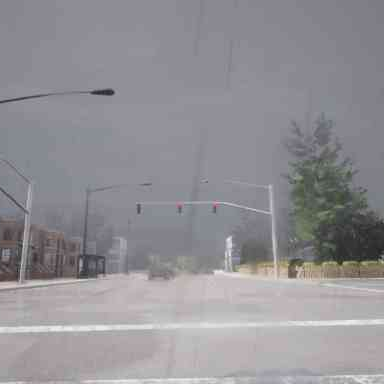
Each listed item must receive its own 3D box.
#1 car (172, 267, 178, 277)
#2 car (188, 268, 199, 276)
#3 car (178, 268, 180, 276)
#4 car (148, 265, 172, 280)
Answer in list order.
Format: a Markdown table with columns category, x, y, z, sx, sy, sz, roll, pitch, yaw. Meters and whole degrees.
| category | x | y | z | sx | sy | sz | roll | pitch | yaw |
| --- | --- | --- | --- | --- | --- | --- | --- | --- | --- |
| car | -3.430 | 11.305 | 46.631 | 1.895 | 1.301 | 4.718 | -1 | -13 | 0 |
| car | 0.327 | 14.645 | 61.313 | 2.033 | 1.411 | 5.357 | -1 | -13 | 0 |
| car | -3.274 | 14.805 | 62.057 | 1.882 | 1.535 | 5.008 | -1 | -13 | 0 |
| car | -3.487 | 8.613 | 35.594 | 1.837 | 1.490 | 4.892 | -1 | -13 | 0 |
